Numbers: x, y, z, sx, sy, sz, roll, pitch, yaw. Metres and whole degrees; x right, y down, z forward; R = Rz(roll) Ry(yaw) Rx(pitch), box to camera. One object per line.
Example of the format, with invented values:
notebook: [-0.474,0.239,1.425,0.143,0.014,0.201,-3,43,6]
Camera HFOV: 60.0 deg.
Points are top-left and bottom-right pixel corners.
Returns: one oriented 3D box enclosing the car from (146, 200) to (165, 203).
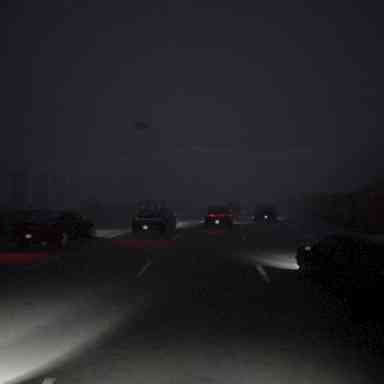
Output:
car: [-3.495,1.593,33.523,2.097,1.767,4.553,0,-1,10]

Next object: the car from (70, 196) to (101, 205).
car: [-12.952,1.610,40.952,2.097,1.767,4.553,0,0,12]

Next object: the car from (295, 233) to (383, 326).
car: [3.802,1.621,7.291,2.033,1.411,5.357,0,0,3]

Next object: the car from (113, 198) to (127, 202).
car: [-16.084,1.876,74.503,1.812,1.442,4.674,0,0,13]

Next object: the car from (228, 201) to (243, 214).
car: [5.033,1.839,40.604,1.837,1.490,4.892,0,0,12]

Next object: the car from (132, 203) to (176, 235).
car: [-2.147,1.635,19.660,2.128,1.511,4.902,0,0,6]

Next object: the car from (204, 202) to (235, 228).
car: [1.964,1.697,23.925,1.837,1.490,4.892,0,0,8]

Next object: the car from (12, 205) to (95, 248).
car: [-6.120,1.569,15.325,1.882,1.535,5.008,0,0,5]

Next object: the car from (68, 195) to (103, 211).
car: [-15.129,1.523,47.644,2.150,2.045,5.566,0,-1,12]

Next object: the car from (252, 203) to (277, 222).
car: [6.352,1.757,29.074,1.837,1.490,4.892,0,0,10]
